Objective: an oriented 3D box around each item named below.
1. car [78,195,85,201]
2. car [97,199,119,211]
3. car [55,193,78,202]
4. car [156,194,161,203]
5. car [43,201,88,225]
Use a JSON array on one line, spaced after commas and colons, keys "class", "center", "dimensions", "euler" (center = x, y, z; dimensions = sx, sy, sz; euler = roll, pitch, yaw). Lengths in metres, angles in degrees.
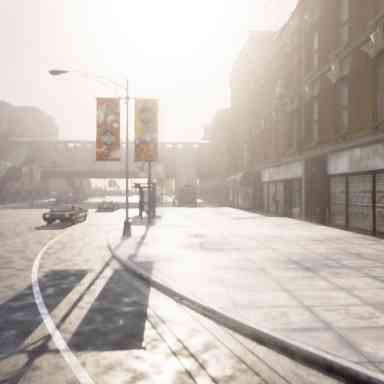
[{"class": "car", "center": [-25.482, 1.492, 72.908], "dimensions": [1.895, 1.301, 4.718], "euler": [0, 0, -4]}, {"class": "car", "center": [-9.733, 1.515, 38.836], "dimensions": [1.994, 1.385, 4.181], "euler": [0, 0, -3]}, {"class": "car", "center": [-25.001, 1.132, 65.528], "dimensions": [2.435, 2.045, 5.566], "euler": [0, 0, -4]}, {"class": "car", "center": [-9.442, 1.397, 85.103], "dimensions": [2.231, 1.521, 4.892], "euler": [0, 0, 6]}, {"class": "car", "center": [-8.827, 1.566, 23.709], "dimensions": [1.895, 1.301, 4.718], "euler": [0, 0, -4]}]
